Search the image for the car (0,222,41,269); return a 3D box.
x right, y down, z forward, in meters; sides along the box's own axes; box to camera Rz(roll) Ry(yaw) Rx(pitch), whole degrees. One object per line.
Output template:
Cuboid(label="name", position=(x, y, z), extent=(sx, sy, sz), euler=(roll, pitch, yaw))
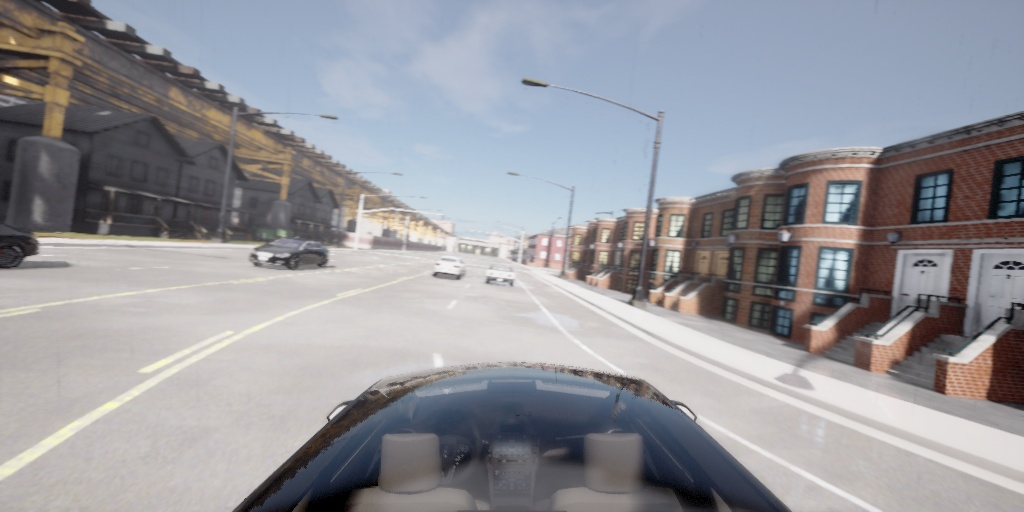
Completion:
Cuboid(label="car", position=(-13.754, -0.458, 7.932), extent=(1.812, 1.442, 4.674), euler=(7, 0, -7))

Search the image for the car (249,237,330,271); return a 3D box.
Cuboid(label="car", position=(-11.104, -0.159, 18.325), extent=(2.128, 1.511, 4.902), euler=(7, 0, -3))

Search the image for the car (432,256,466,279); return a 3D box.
Cuboid(label="car", position=(-4.307, 0.730, 25.149), extent=(1.812, 1.442, 4.674), euler=(7, 0, -3))

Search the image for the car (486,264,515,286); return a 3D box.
Cuboid(label="car", position=(-0.851, 1.240, 25.342), extent=(1.895, 1.301, 4.718), euler=(7, 0, -3))
